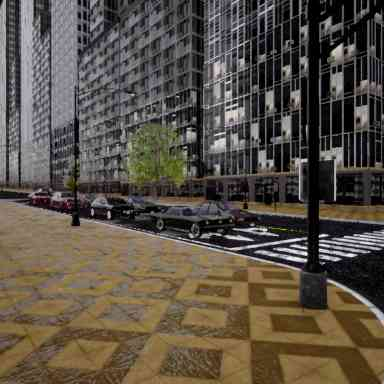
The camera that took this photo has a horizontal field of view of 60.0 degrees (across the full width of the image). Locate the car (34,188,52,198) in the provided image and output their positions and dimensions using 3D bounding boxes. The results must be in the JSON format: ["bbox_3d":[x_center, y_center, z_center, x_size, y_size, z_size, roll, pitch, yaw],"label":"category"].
[{"bbox_3d":[-28.493,0.111,63.707,2.097,1.767,4.553,0,1,-38],"label":"car"}]

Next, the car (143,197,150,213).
[{"bbox_3d":[-4.636,1.104,27.625,2.033,1.411,5.357,0,1,-37],"label":"car"}]

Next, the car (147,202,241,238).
[{"bbox_3d":[-0.088,1.372,16.572,1.895,1.301,4.718,0,1,-38],"label":"car"}]

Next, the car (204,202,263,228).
[{"bbox_3d":[1.636,1.289,19.691,2.033,1.411,5.357,0,1,-36],"label":"car"}]

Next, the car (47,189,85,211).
[{"bbox_3d":[-11.794,0.776,31.484,2.097,1.767,4.553,0,1,-38],"label":"car"}]

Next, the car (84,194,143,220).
[{"bbox_3d":[-5.678,1.110,23.683,1.837,1.490,4.892,0,1,-38],"label":"car"}]

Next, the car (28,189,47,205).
[{"bbox_3d":[-18.103,0.712,39.606,1.882,1.535,5.008,0,1,-37],"label":"car"}]

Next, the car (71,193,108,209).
[{"bbox_3d":[-11.140,0.911,35.924,2.033,1.411,5.357,0,1,-38],"label":"car"}]
